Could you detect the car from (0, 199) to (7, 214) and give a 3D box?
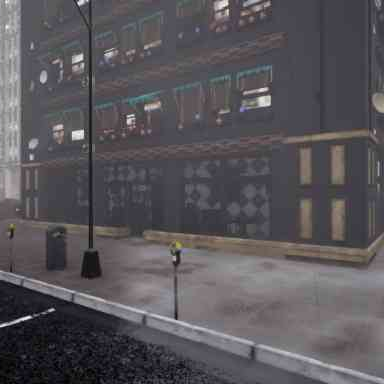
[{"bbox_3d":[-16.195,1.308,29.054,1.994,1.385,4.181,0,1,35],"label":"car"}]

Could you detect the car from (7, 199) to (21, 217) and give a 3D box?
[{"bbox_3d":[-11.432,1.282,25.742,1.947,1.339,4.313,1,1,35],"label":"car"}]
